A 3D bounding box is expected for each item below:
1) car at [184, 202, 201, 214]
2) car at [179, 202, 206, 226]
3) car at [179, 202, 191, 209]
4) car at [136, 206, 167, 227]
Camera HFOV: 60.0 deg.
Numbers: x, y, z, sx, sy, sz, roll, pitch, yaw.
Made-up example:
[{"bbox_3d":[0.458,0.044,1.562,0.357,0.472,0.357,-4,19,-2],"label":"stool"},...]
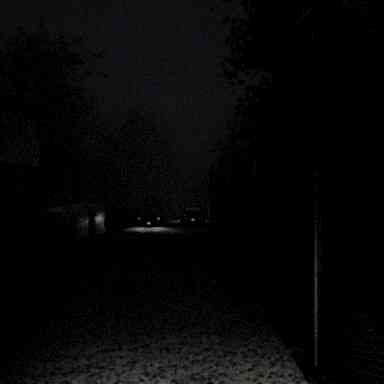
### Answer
[{"bbox_3d":[0.118,2.046,42.916,2.033,1.411,5.357,0,-1,1],"label":"car"},{"bbox_3d":[0.056,1.700,24.651,1.812,1.442,4.674,0,-1,0],"label":"car"},{"bbox_3d":[-1.366,2.665,66.975,1.994,1.385,4.181,0,-2,6],"label":"car"},{"bbox_3d":[-2.890,1.725,24.822,2.033,1.411,5.357,0,-1,0],"label":"car"}]
